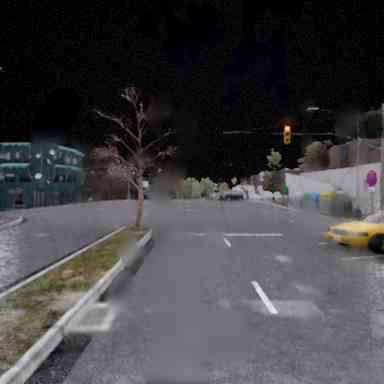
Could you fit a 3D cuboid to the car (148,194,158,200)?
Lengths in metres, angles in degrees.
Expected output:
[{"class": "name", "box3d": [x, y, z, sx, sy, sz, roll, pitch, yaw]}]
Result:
[{"class": "car", "box3d": [-8.856, 1.227, 75.634, 1.994, 1.385, 4.181, 0, -1, 0]}]

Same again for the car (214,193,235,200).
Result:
[{"class": "car", "box3d": [8.122, 1.169, 83.478, 4.553, 1.767, 2.185, 1, -1, -20]}]

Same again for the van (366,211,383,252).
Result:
[{"class": "van", "box3d": [7.967, 1.192, 10.294, 4.442, 1.987, 1.878, 1, 1, -20]}]

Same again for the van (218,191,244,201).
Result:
[{"class": "van", "box3d": [7.980, 0.765, 65.561, 4.442, 1.987, 1.878, 1, -1, -20]}]

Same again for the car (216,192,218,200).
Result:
[{"class": "car", "box3d": [8.082, 1.083, 68.580, 4.674, 1.452, 2.002, 1, -1, -20]}]

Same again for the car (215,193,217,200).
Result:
[{"class": "car", "box3d": [8.090, 1.134, 71.554, 4.674, 1.452, 2.002, 1, -1, -20]}]

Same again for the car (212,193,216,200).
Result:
[{"class": "car", "box3d": [7.915, 1.137, 74.468, 5.366, 1.575, 1.946, 1, -1, -20]}]

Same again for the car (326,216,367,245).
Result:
[{"class": "car", "box3d": [7.901, 1.394, 13.254, 5.366, 1.575, 1.946, 1, 1, -20]}]
